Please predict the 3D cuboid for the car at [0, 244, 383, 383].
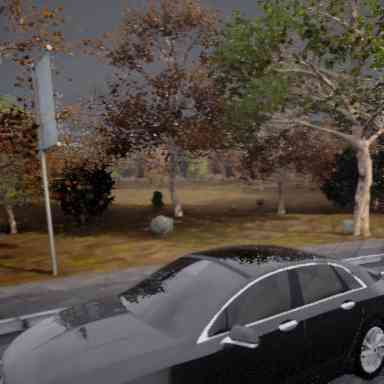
[{"bbox_3d":[0.493,1.470,3.936,4.892,1.490,1.837,0,0,-33],"label":"car"}]
